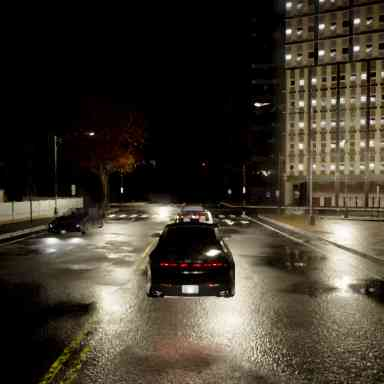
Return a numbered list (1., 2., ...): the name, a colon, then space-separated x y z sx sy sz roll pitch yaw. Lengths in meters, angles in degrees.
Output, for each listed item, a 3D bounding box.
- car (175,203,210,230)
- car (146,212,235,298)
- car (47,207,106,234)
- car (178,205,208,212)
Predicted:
1. car: 0.046 1.545 22.324 2.033 1.411 5.357 0 0 0
2. car: -0.019 1.503 8.479 1.837 1.490 4.892 0 0 0
3. car: -6.460 1.610 19.388 2.033 1.411 5.357 0 0 0
4. car: 0.105 1.486 13.302 2.128 1.511 4.902 0 0 0
